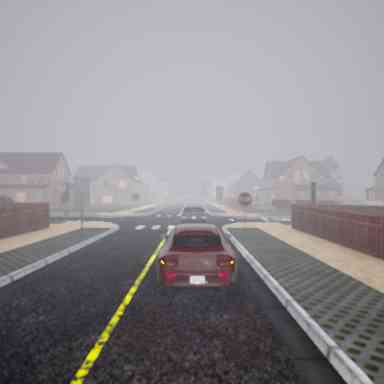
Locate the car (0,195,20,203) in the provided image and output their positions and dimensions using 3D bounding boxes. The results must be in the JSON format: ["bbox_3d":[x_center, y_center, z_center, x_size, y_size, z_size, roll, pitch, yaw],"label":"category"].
[{"bbox_3d":[-15.424,1.295,26.744,5.566,2.045,2.150,0,0,0],"label":"car"}]

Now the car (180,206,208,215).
[{"bbox_3d":[0.123,1.668,23.169,2.033,1.411,5.357,0,-1,0],"label":"car"}]

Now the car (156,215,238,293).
[{"bbox_3d":[0.108,1.567,8.843,1.812,1.442,4.674,0,0,0],"label":"car"}]

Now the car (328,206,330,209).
[{"bbox_3d":[11.122,1.782,29.732,4.181,1.385,1.994,0,0,0],"label":"car"}]
